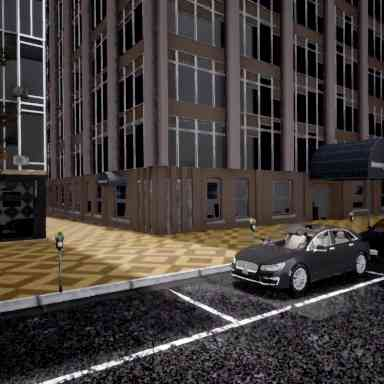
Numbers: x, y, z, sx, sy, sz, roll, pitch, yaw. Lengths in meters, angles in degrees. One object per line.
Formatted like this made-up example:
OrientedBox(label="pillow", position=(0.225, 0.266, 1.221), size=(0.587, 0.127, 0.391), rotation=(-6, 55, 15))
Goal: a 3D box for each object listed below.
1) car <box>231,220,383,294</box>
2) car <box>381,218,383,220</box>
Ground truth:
OrientedBox(label="car", position=(2.964, 1.550, 8.694), size=(4.403, 1.369, 2.008), rotation=(0, -1, -36))
OrientedBox(label="car", position=(7.588, 1.564, 11.999), size=(4.313, 1.339, 1.947), rotation=(0, -1, -36))
